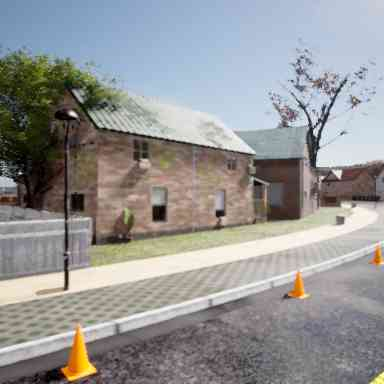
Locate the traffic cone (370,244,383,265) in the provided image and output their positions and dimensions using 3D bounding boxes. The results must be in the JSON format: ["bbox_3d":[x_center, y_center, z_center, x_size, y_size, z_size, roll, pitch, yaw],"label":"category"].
[{"bbox_3d":[5.890,1.959,10.538,0.340,0.580,0.340,0,0,-45],"label":"traffic cone"}]

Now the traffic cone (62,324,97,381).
[{"bbox_3d":[-1.430,1.975,4.215,0.340,0.580,0.340,0,0,-37],"label":"traffic cone"}]

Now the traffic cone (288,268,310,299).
[{"bbox_3d":[2.332,1.967,7.258,0.340,0.580,0.340,0,0,-41],"label":"traffic cone"}]
